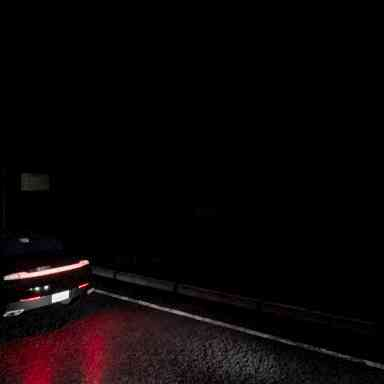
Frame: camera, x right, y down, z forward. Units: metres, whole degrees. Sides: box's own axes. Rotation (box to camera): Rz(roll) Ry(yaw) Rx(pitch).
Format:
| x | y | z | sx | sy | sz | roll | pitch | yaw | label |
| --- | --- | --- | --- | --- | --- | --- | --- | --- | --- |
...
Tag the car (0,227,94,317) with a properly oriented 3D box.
| x | y | z | sx | sy | sz | roll | pitch | yaw | label |
| --- | --- | --- | --- | --- | --- | --- | --- | --- | --- |
| -4.082 | 1.492 | 6.887 | 4.902 | 1.511 | 2.128 | 0 | 0 | 37 | car |
